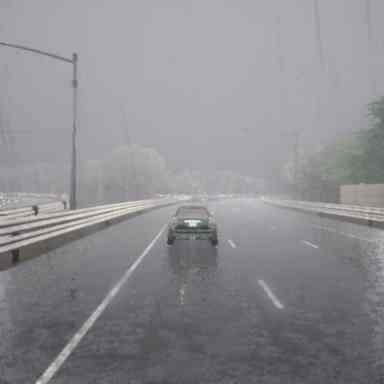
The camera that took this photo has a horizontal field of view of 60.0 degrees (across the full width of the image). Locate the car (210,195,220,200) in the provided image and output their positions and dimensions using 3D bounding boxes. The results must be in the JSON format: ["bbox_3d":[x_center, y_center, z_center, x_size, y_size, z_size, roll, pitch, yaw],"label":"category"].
[{"bbox_3d":[5.153,1.569,82.953,2.097,1.767,4.553,1,0,10],"label":"car"}]

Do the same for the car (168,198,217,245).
[{"bbox_3d":[0.038,1.379,15.986,2.097,1.767,4.553,1,0,0],"label":"car"}]

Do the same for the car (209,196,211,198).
[{"bbox_3d":[1.688,1.722,55.216,1.895,1.301,4.718,1,0,5],"label":"car"}]
